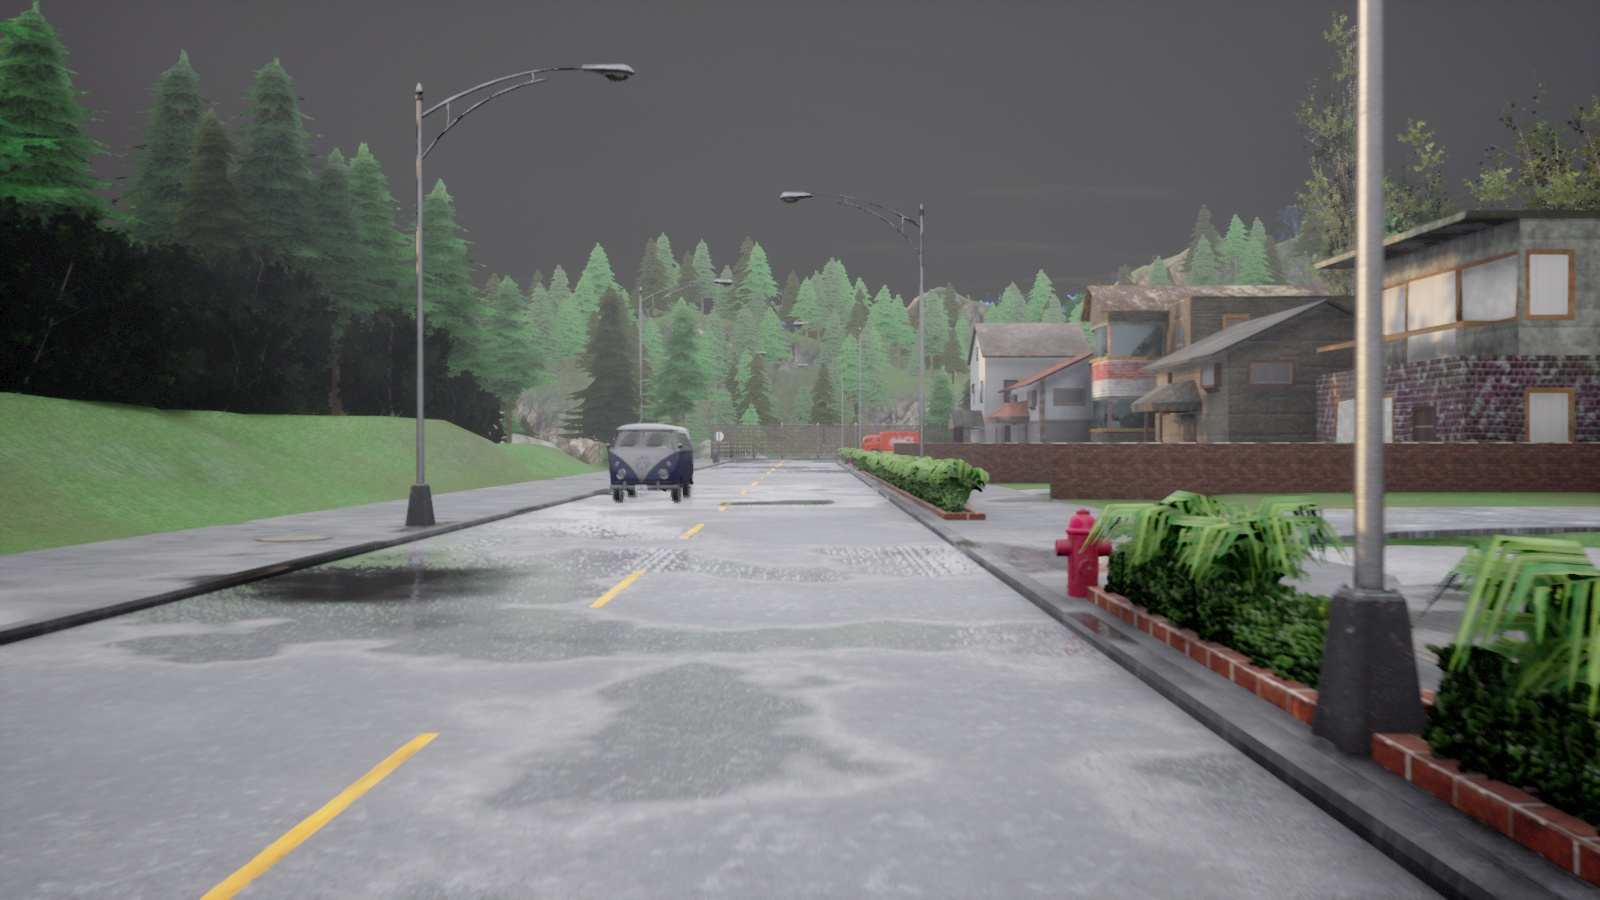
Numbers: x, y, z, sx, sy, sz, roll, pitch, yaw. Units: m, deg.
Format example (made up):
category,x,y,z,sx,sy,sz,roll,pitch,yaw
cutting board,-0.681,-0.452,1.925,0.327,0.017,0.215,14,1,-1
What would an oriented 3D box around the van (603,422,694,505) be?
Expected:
category,x,y,z,sx,sy,sz,roll,pitch,yaw
van,-3.794,0.315,32.130,1.775,1.987,4.442,0,0,0
